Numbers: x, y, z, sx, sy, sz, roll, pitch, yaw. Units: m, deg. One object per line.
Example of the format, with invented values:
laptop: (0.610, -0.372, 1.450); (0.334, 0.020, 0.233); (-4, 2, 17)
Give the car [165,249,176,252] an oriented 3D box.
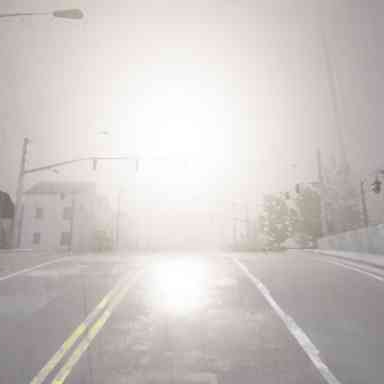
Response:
car: (-3.510, 10.272, 53.637); (2.150, 2.045, 5.566); (0, -11, 0)
